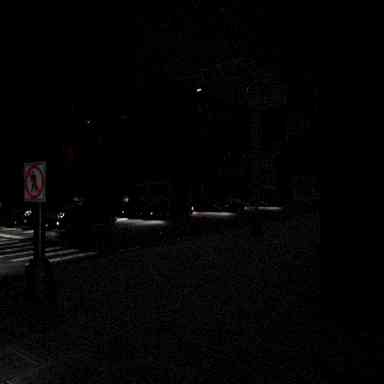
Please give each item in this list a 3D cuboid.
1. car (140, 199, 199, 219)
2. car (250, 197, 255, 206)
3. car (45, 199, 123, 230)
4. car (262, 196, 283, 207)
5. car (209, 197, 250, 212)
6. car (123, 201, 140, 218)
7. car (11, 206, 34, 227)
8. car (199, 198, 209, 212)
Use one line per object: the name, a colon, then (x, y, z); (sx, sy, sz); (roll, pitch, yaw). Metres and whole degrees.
car: (-1.775, 1.413, 27.888); (1.837, 1.490, 4.892); (0, 0, 35)
car: (7.601, 1.389, 46.690); (1.994, 1.385, 4.181); (0, 0, 36)
car: (-6.910, 1.297, 20.632); (2.097, 1.767, 4.553); (0, 0, 35)
car: (11.408, 1.317, 46.421); (1.837, 1.490, 4.892); (0, 0, 36)
car: (4.179, 1.390, 36.296); (1.812, 1.442, 4.674); (0, 0, 36)
car: (-4.644, 1.480, 29.471); (1.994, 1.385, 4.181); (0, 0, 35)
car: (-9.634, 1.304, 22.411); (2.097, 1.767, 4.553); (0, 0, 35)
car: (1.400, 1.419, 38.002); (2.033, 1.411, 5.357); (0, 0, 36)
